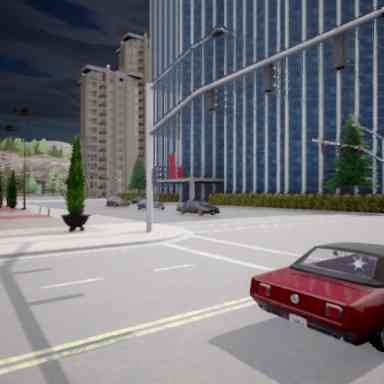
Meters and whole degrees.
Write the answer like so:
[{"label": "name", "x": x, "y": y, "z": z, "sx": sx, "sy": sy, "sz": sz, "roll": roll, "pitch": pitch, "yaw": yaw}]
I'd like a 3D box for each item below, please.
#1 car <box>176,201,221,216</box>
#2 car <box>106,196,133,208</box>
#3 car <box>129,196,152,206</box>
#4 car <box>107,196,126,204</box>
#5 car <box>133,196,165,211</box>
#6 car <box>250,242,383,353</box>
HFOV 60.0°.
[{"label": "car", "x": 0.519, "y": 1.571, "z": 32.990, "sx": 2.033, "sy": 1.411, "sz": 5.357, "roll": 0, "pitch": 0, "yaw": -36}, {"label": "car", "x": -10.862, "y": 1.376, "z": 48.761, "sx": 2.097, "sy": 1.767, "sz": 4.553, "roll": 0, "pitch": 0, "yaw": -36}, {"label": "car", "x": -9.098, "y": 1.525, "z": 58.581, "sx": 2.128, "sy": 1.511, "sz": 4.902, "roll": 0, "pitch": 0, "yaw": -36}, {"label": "car", "x": -15.249, "y": 1.526, "z": 66.986, "sx": 2.128, "sy": 1.511, "sz": 4.902, "roll": 0, "pitch": 0, "yaw": -36}, {"label": "car", "x": -5.069, "y": 1.550, "z": 40.742, "sx": 1.812, "sy": 1.442, "sz": 4.674, "roll": 0, "pitch": 0, "yaw": -36}, {"label": "car", "x": 3.371, "y": 1.608, "z": 6.162, "sx": 4.718, "sy": 1.301, "sz": 1.895, "roll": 0, "pitch": 0, "yaw": -35}]
